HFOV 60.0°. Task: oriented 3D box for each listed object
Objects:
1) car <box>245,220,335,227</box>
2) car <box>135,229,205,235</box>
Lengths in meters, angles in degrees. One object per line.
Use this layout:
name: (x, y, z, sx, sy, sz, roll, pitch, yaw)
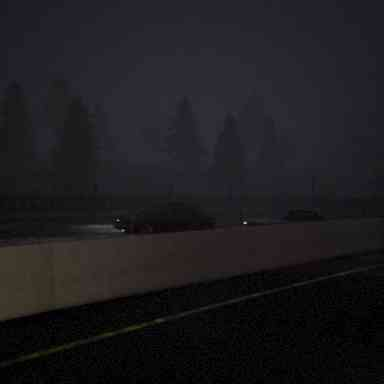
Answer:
car: (4.616, 1.510, 15.629, 4.718, 1.301, 1.895, 1, 1, -32)
car: (-1.230, 1.397, 15.919, 4.718, 1.301, 1.895, 1, 1, -34)
